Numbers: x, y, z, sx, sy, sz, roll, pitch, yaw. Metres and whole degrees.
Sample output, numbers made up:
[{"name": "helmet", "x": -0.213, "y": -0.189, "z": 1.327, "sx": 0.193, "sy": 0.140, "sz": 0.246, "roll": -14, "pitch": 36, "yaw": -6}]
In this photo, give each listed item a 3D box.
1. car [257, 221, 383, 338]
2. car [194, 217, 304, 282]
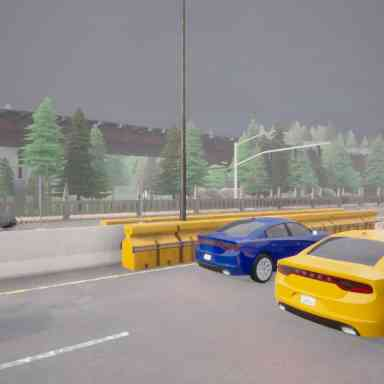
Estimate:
[{"name": "car", "x": 3.762, "y": 1.478, "z": 6.441, "sx": 5.008, "sy": 1.535, "sz": 1.882, "roll": 0, "pitch": 0, "yaw": -35}, {"name": "car", "x": 2.399, "y": 1.478, "z": 9.770, "sx": 5.008, "sy": 1.535, "sz": 1.882, "roll": 0, "pitch": 0, "yaw": -36}]
